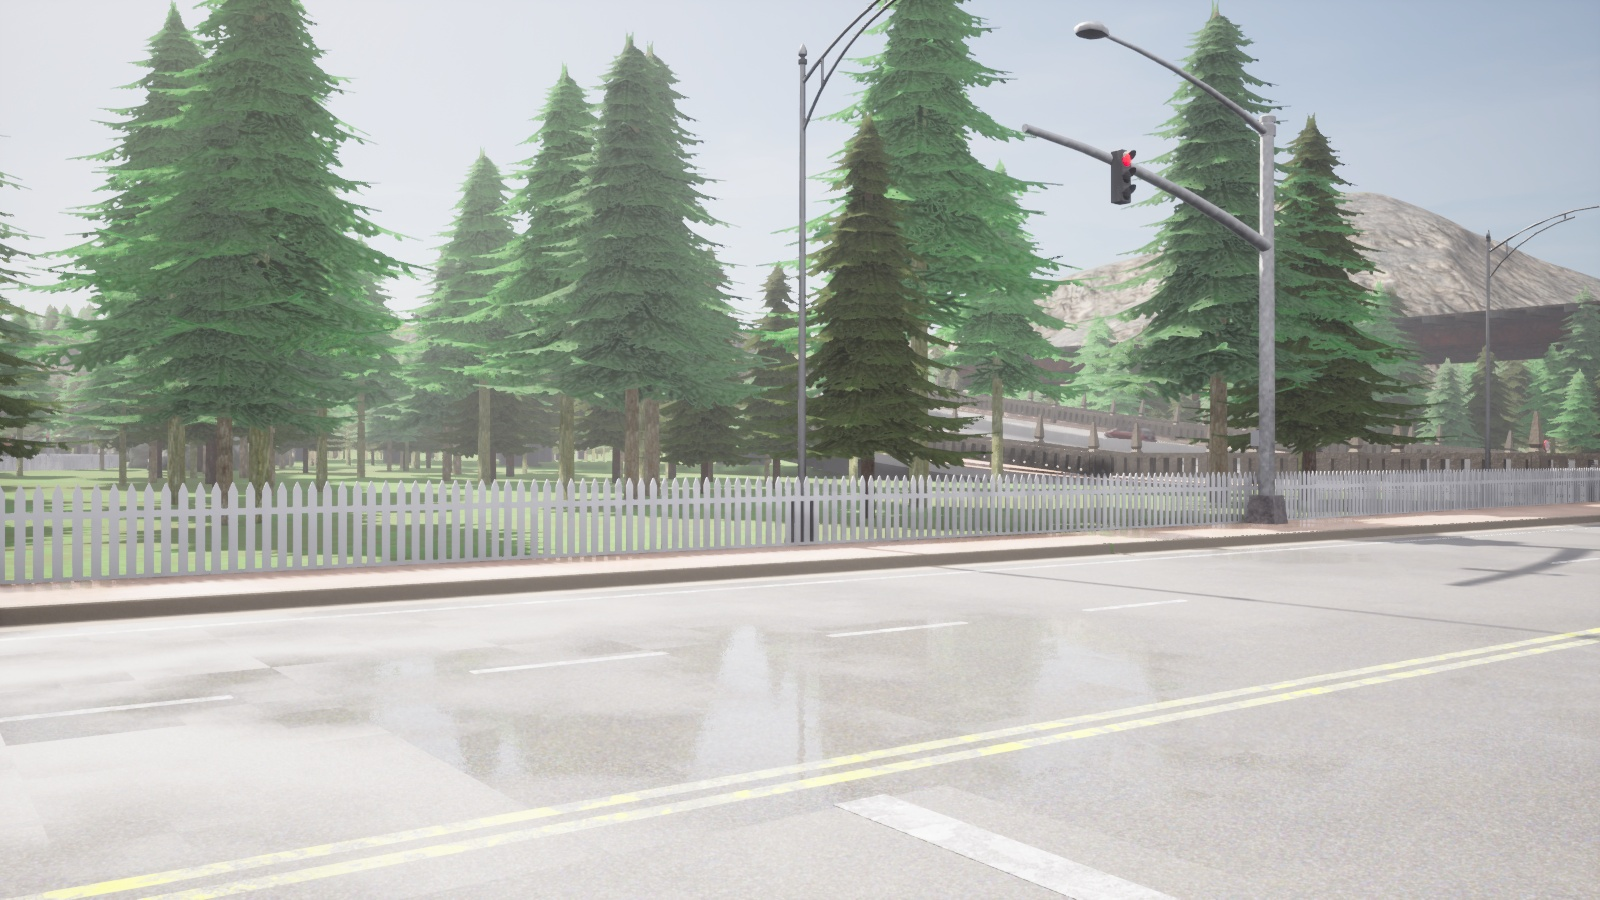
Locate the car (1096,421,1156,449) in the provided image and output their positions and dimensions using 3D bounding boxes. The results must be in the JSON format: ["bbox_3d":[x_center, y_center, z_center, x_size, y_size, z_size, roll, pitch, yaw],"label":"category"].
[{"bbox_3d":[23.013,-1.084,88.805,1.789,1.549,3.705,0,7,-36],"label":"car"}]
